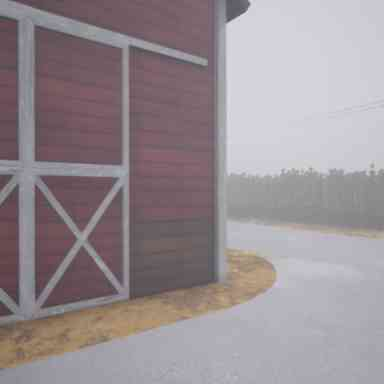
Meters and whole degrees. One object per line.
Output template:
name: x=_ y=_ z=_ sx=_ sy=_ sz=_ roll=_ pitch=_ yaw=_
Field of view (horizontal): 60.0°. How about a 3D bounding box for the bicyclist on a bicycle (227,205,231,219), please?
bicyclist on a bicycle: x=2.580 y=1.445 z=27.823 sx=1.656 sy=1.620 sz=0.582 roll=1 pitch=0 yaw=-32
